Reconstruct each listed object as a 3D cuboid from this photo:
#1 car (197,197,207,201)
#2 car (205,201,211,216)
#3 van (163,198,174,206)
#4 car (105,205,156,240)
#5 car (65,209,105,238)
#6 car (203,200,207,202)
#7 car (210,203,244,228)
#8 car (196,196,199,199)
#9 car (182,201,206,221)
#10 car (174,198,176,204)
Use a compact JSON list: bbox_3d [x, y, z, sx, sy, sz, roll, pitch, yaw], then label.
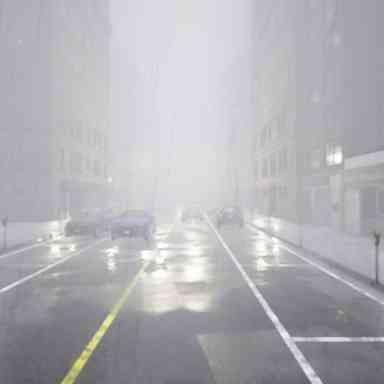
[{"bbox_3d":[2.799,2.333,76.256,1.967,1.590,4.097,0,-1,0],"label":"car"},{"bbox_3d":[2.663,1.998,36.014,1.802,1.307,4.206,0,-1,0],"label":"car"},{"bbox_3d":[-5.726,2.234,76.292,1.690,1.788,3.998,0,-1,0],"label":"van"},{"bbox_3d":[-3.102,1.688,18.359,1.882,1.535,5.008,0,-1,0],"label":"car"},{"bbox_3d":[-5.861,1.765,19.221,1.887,1.381,4.507,0,-1,0],"label":"car"},{"bbox_3d":[2.662,2.033,41.608,2.008,1.369,4.403,0,-1,0],"label":"car"},{"bbox_3d":[2.664,1.726,24.828,1.967,1.590,4.097,0,-1,0],"label":"car"},{"bbox_3d":[2.848,2.467,87.594,1.967,1.590,4.097,0,-1,0],"label":"car"},{"bbox_3d":[0.060,1.881,30.840,1.812,1.442,4.674,0,-1,1],"label":"car"},{"bbox_3d":[-5.702,2.400,81.959,1.967,1.590,4.097,0,-1,0],"label":"car"}]
